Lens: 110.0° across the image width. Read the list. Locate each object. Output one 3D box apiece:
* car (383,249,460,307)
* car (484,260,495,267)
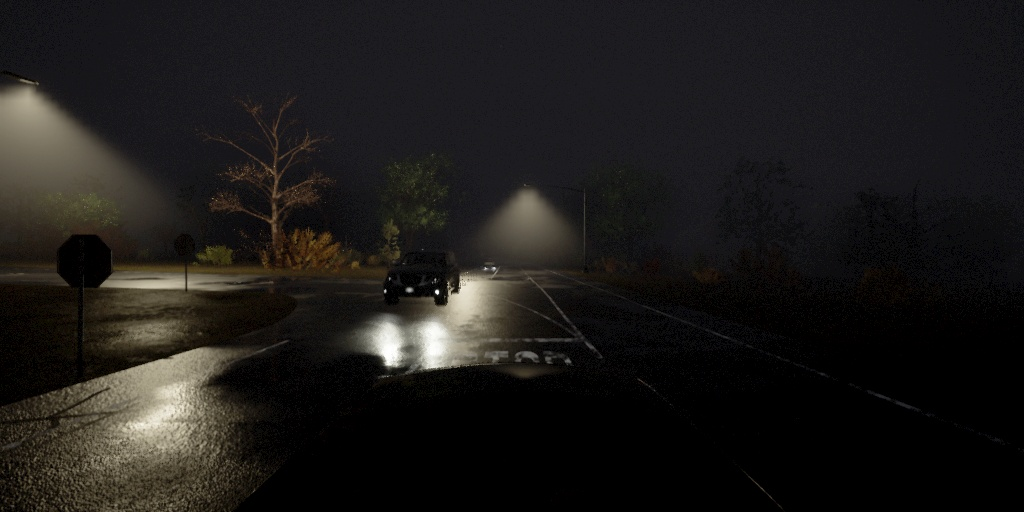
[{"bbox_3d":[-3.516,0.752,15.050,2.150,2.045,5.566,1,1,0],"label":"car"},{"bbox_3d":[-3.961,1.351,64.351,1.895,1.301,4.718,0,0,-1],"label":"car"}]
